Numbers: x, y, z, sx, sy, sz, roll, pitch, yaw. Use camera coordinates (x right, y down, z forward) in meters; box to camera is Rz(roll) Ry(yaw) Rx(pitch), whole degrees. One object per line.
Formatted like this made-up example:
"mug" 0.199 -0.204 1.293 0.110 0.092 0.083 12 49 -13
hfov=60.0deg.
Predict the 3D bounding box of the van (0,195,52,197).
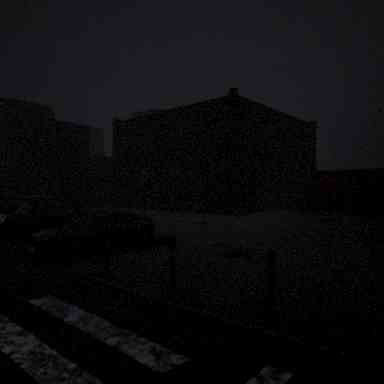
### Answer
"van" -9.845 1.146 18.127 1.878 1.987 4.442 1 0 42

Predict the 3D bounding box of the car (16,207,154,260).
"car" -3.599 1.472 12.598 2.163 1.488 4.792 1 0 42

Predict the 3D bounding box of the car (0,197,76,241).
"car" -7.589 1.275 16.287 2.185 1.767 4.553 1 0 42
